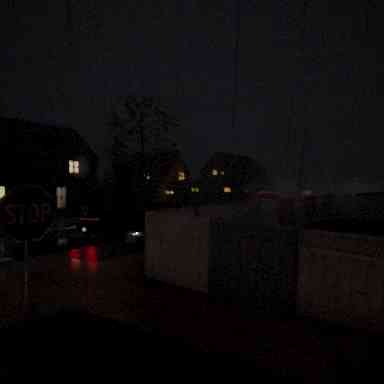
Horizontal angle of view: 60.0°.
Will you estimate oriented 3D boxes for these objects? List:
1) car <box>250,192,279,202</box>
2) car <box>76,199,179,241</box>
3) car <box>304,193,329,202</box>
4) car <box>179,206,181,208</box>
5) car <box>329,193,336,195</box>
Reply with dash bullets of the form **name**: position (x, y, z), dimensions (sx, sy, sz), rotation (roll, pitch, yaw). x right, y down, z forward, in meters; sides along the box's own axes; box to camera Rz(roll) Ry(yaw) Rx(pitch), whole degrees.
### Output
- **car**: position (7.980, 0.916, 36.173), dimensions (2.097, 1.767, 4.553), rotation (0, 1, 36)
- **car**: position (-3.075, 1.313, 15.768), dimensions (2.128, 1.511, 4.902), rotation (0, 1, 35)
- **car**: position (14.586, 1.030, 40.481), dimensions (2.033, 1.411, 5.357), rotation (0, 1, 36)
- **car**: position (-2.605, 1.270, 21.343), dimensions (1.837, 1.490, 4.892), rotation (0, 1, 35)
- **car**: position (20.247, 0.851, 48.511), dimensions (1.882, 1.535, 5.008), rotation (0, 1, 35)
